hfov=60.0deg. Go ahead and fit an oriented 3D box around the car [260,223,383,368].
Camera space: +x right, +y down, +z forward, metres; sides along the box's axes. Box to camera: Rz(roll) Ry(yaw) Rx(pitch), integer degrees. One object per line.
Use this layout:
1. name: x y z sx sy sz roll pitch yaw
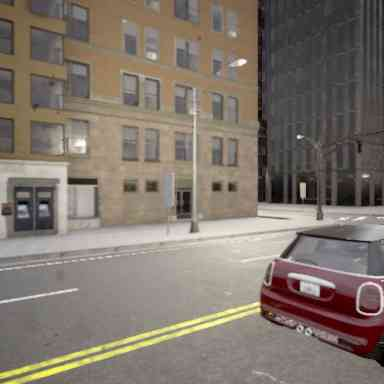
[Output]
1. car: 3.352 1.342 5.829 4.553 1.767 2.097 0 0 -36
